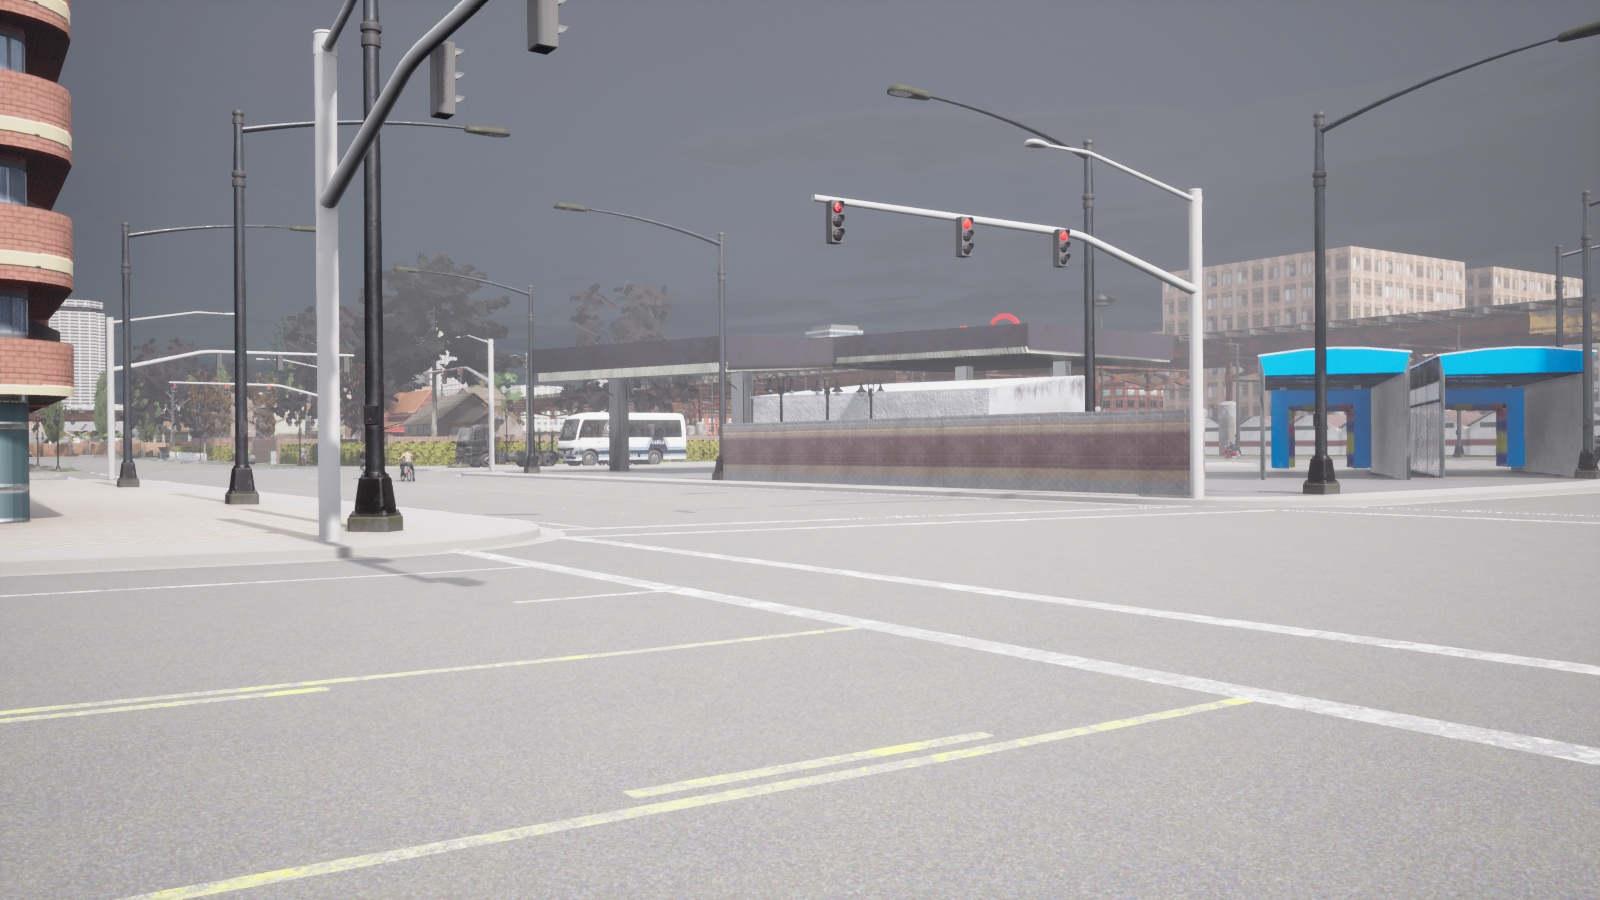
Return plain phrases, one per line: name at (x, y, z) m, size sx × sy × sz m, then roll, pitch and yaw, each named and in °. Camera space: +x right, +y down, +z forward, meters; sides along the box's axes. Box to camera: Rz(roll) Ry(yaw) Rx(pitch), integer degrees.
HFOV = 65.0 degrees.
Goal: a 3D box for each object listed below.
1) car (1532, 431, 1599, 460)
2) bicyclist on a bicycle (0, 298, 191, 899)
car at (50.216, -0.280, 81.302) m, size 1.932 × 1.855 × 4.605 m, roll 1°, pitch 0°, yaw -25°
bicyclist on a bicycle at (-2.100, 0.623, 2.117) m, size 1.843 × 1.776 × 0.659 m, roll 0°, pitch 0°, yaw -36°
